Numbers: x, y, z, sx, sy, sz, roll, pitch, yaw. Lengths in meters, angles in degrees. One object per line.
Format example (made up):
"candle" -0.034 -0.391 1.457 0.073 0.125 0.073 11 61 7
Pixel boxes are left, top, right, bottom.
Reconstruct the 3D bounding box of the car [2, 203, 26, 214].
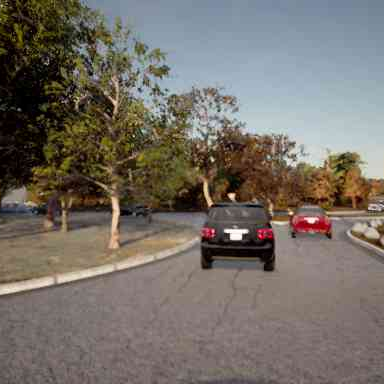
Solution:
"car" -22.970 2.050 41.453 5.357 1.411 2.033 0 -1 -15

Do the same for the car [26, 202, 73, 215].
"car" -16.503 1.988 39.260 4.892 1.490 1.837 0 -1 11

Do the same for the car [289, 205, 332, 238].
"car" 6.859 1.592 19.512 2.097 1.767 4.553 0 -1 16

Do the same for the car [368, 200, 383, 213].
"car" 32.496 2.494 58.032 2.150 2.045 5.566 0 -1 43

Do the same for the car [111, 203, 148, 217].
"car" -6.696 1.950 36.229 4.902 1.511 2.128 0 -1 34

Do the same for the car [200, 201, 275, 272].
"car" 1.608 1.333 11.523 2.150 2.045 5.566 0 -1 9
